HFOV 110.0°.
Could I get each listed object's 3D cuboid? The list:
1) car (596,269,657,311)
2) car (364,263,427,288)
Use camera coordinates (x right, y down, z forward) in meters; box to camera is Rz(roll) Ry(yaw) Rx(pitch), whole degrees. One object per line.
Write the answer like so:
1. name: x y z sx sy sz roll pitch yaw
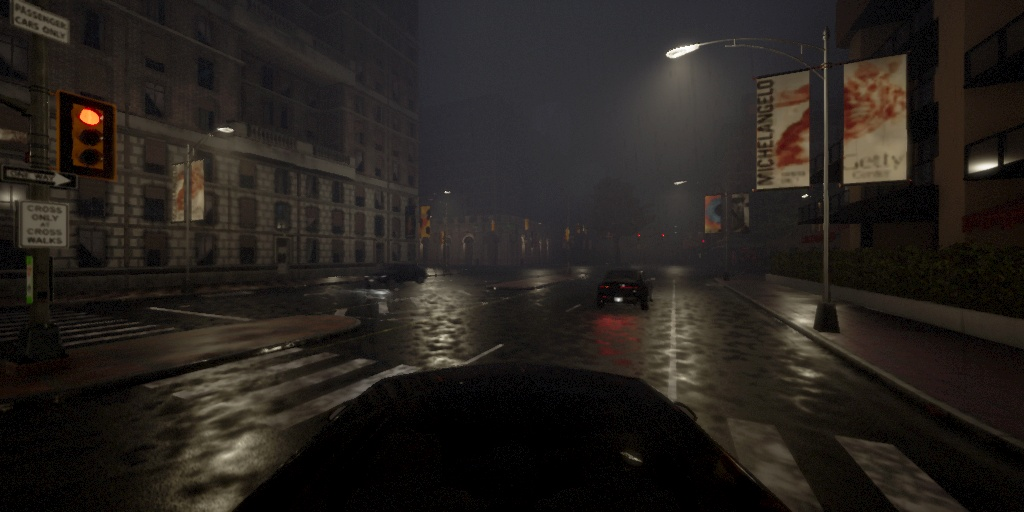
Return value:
1. car: 4.715 1.265 14.702 1.837 1.490 4.892 0 0 24
2. car: -7.585 1.208 23.896 1.812 1.442 4.674 0 0 24
